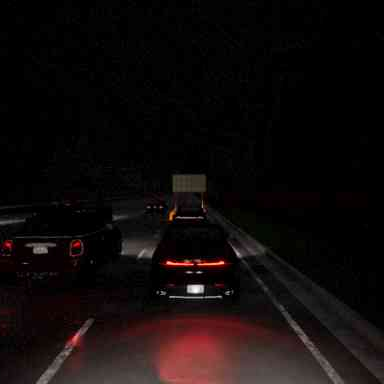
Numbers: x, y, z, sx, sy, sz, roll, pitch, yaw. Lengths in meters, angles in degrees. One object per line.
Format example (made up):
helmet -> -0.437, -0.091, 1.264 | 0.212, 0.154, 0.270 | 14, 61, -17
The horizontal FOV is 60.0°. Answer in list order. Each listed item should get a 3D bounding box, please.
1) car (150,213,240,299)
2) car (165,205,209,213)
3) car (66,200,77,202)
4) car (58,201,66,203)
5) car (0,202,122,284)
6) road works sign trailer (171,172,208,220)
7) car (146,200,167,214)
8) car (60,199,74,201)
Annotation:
car -> 0.045, 1.505, 8.427 | 1.837, 1.490, 4.892 | 0, 0, 0
car -> -0.075, 1.488, 18.817 | 2.128, 1.511, 4.902 | 0, 0, 1
car -> -7.091, 1.492, 24.202 | 2.128, 1.511, 4.902 | 0, 0, -1
car -> -10.608, 1.601, 26.078 | 1.895, 1.301, 4.718 | 0, 0, -1
car -> -3.463, 1.352, 9.703 | 2.097, 1.767, 4.553 | 0, 0, 0
road works sign trailer -> -0.191, 0.464, 22.687 | 2.380, 3.560, 2.880 | 0, 0, -3
car -> -3.691, 1.547, 35.317 | 2.033, 1.411, 5.357 | 0, 0, -1
car -> -14.221, 1.527, 38.352 | 1.812, 1.442, 4.674 | 0, -1, -1
